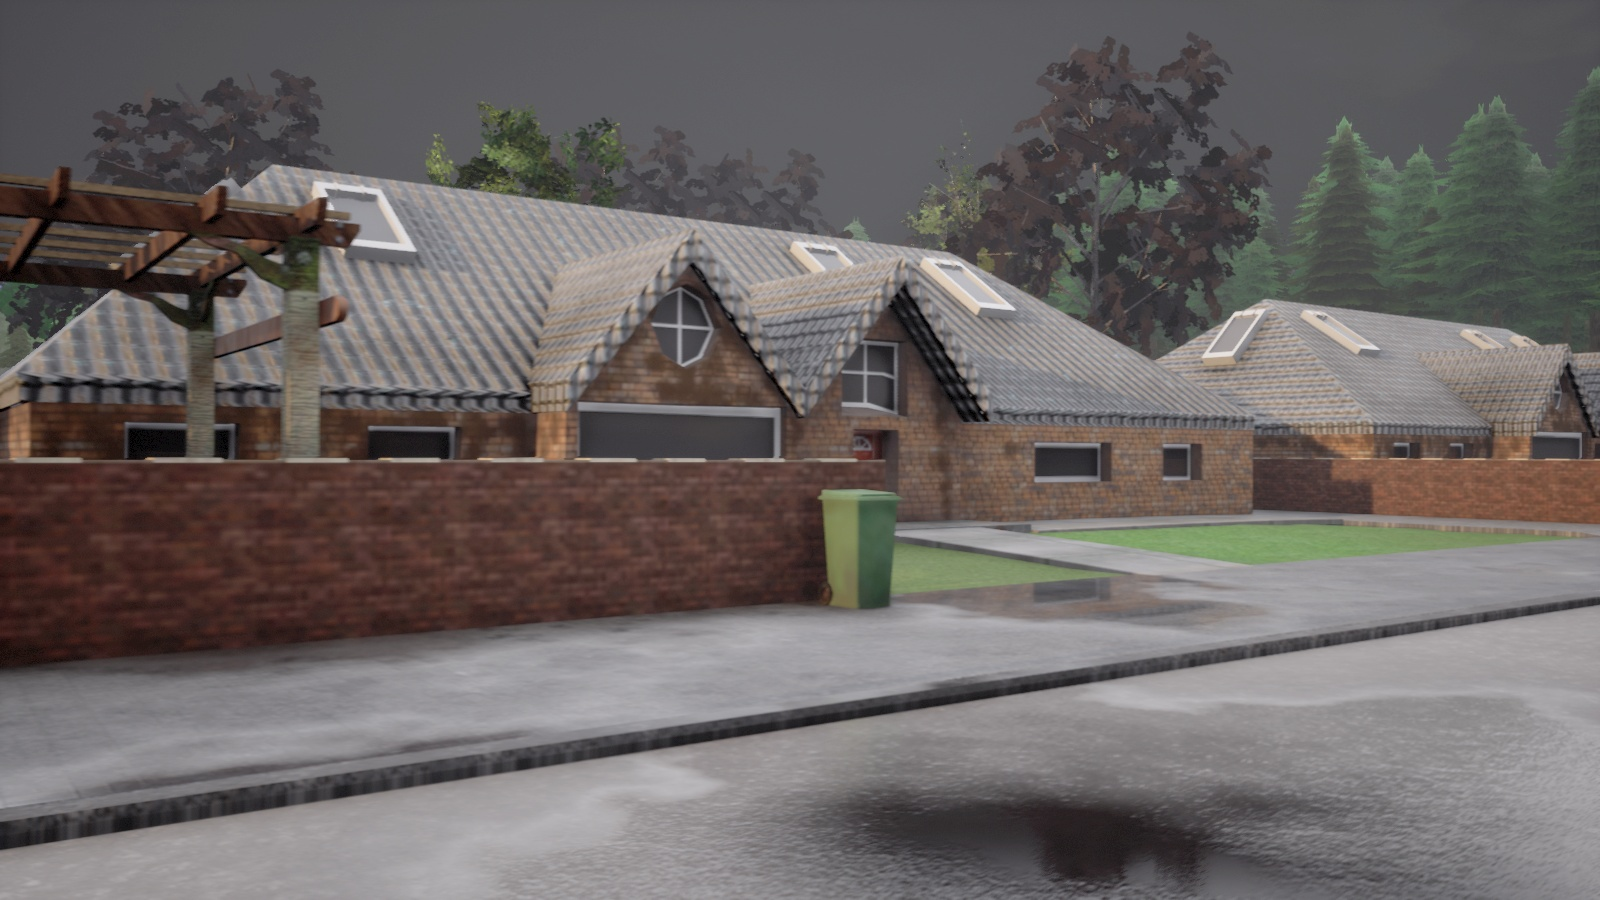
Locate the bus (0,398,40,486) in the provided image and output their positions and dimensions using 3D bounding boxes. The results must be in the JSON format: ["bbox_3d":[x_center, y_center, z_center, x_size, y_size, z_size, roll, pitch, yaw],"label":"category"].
[{"bbox_3d":[-42.469,-0.389,59.989,10.273,4.253,3.944,0,0,-35],"label":"bus"}]
